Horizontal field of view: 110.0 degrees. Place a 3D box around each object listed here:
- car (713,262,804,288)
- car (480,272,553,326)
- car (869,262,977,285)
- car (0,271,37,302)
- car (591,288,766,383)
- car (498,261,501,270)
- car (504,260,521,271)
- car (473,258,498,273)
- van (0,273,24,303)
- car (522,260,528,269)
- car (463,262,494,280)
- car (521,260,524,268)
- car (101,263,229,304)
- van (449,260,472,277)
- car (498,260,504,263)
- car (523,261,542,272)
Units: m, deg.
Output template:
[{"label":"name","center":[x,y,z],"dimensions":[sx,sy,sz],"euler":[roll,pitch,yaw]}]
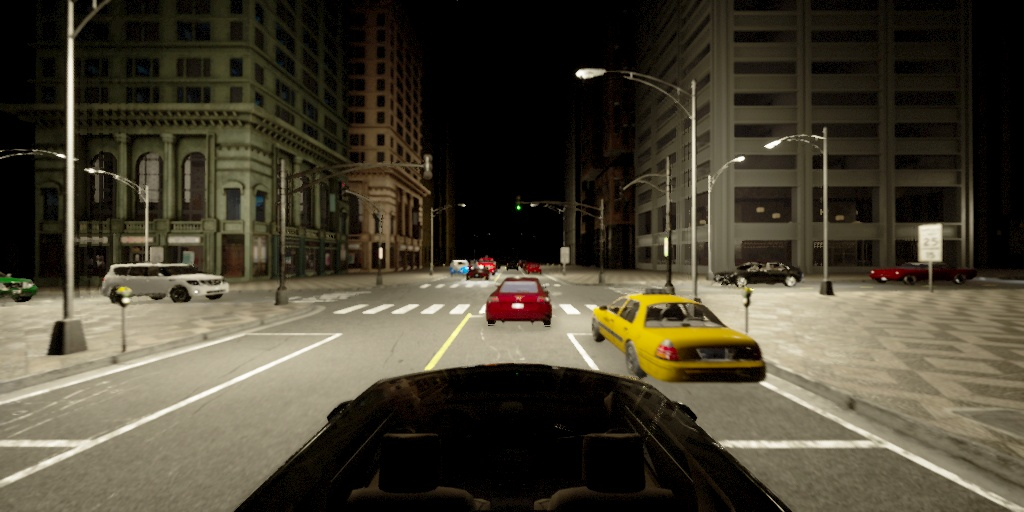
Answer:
[{"label":"car","center":[14.903,1.115,21.860],"dimensions":[4.892,1.490,1.837],"euler":[-1,0,0]},{"label":"car","center":[0.341,1.387,12.039],"dimensions":[1.994,1.385,4.181],"euler":[0,-1,5]},{"label":"car","center":[24.823,1.044,21.825],"dimensions":[4.718,1.301,1.895],"euler":[-1,0,0]},{"label":"car","center":[-28.693,1.571,18.802],"dimensions":[5.566,2.045,2.150],"euler":[-1,0,1]},{"label":"car","center":[2.767,1.313,7.164],"dimensions":[1.751,1.417,4.829],"euler":[0,0,0]},{"label":"car","center":[-3.104,1.734,53.118],"dimensions":[1.895,1.301,4.718],"euler":[0,0,0]},{"label":"car","center":[0.080,1.751,59.854],"dimensions":[1.994,1.385,4.181],"euler":[0,0,0]},{"label":"car","center":[-3.117,1.278,43.314],"dimensions":[2.150,2.045,5.566],"euler":[0,0,0]},{"label":"van","center":[-5.762,1.090,1.593],"dimensions":[1.690,1.789,3.998],"euler":[0,0,0]},{"label":"car","center":[2.759,1.659,50.611],"dimensions":[1.888,1.381,4.507],"euler":[0,0,0]},{"label":"car","center":[-3.103,1.547,33.685],"dimensions":[1.994,1.385,4.181],"euler":[0,0,1]},{"label":"car","center":[2.756,1.702,56.136],"dimensions":[1.888,1.381,4.507],"euler":[0,0,0]},{"label":"car","center":[-18.085,1.386,18.807],"dimensions":[5.566,2.045,2.150],"euler":[-1,0,4]},{"label":"van","center":[-5.791,1.369,39.576],"dimensions":[1.690,1.789,3.998],"euler":[0,0,0]},{"label":"car","center":[-3.058,1.778,63.198],"dimensions":[1.994,1.385,4.181],"euler":[0,0,2]},{"label":"car","center":[2.763,1.615,45.086],"dimensions":[1.888,1.381,4.507],"euler":[0,0,0]}]
